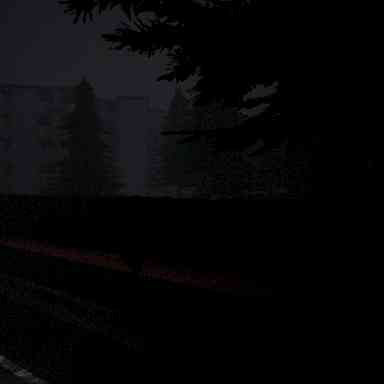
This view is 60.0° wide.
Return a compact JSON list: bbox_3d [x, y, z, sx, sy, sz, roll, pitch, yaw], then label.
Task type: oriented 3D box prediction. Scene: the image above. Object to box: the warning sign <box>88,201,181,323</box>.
[{"bbox_3d":[-1.018,1.114,6.038,1.060,1.860,1.300,0,0,37],"label":"warning sign"}]
